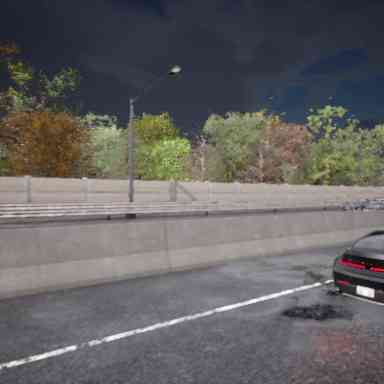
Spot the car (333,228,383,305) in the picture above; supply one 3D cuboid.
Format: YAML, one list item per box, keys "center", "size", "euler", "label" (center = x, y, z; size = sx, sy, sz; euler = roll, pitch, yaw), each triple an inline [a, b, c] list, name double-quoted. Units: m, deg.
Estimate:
- center: [5.079, 1.547, 7.363]
  size: [4.892, 1.490, 1.837]
  euler: [0, 0, -35]
  label: "car"

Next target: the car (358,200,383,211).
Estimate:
- center: [20.205, 1.698, 35.560]
  size: [4.892, 1.490, 1.837]
  euler: [0, 0, -35]
  label: "car"

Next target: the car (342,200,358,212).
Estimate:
- center: [19.830, 1.711, 39.581]
  size: [4.892, 1.490, 1.837]
  euler: [1, 0, -35]
  label: "car"
